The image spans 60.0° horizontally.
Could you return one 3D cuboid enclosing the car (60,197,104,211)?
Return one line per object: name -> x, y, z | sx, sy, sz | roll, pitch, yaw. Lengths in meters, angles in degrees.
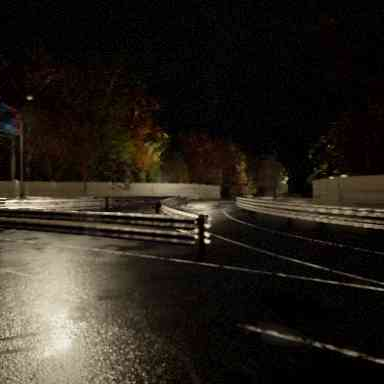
car -> -11.667, 1.236, 35.306 | 4.674, 1.442, 1.812 | -1, 1, -38
